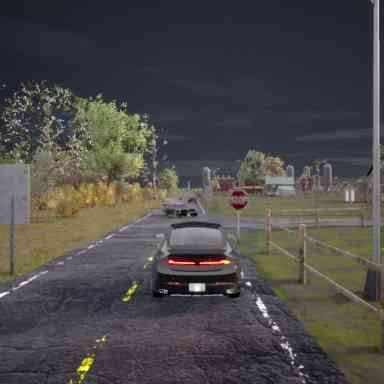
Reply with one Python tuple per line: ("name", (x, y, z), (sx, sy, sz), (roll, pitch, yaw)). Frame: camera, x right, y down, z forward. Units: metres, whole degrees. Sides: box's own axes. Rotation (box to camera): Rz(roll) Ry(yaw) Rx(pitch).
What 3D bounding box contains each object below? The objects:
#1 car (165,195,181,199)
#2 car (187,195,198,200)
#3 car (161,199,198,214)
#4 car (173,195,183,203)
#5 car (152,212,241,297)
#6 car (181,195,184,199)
("car", (-2.883, 1.452, 43.846), (1.882, 1.535, 5.008), (0, 0, 0))
("car", (0.040, 1.438, 66.172), (1.837, 1.490, 4.892), (0, 0, 0))
("car", (-1.138, 1.592, 29.302), (1.895, 1.301, 4.718), (0, 0, -23))
("car", (-2.814, 1.425, 69.324), (1.837, 1.490, 4.892), (0, 0, 0))
("car", (0.091, 1.504, 8.533), (1.837, 1.490, 4.892), (0, 0, 0))
("car", (-2.862, 1.444, 57.066), (2.128, 1.511, 4.902), (0, 0, 0))
